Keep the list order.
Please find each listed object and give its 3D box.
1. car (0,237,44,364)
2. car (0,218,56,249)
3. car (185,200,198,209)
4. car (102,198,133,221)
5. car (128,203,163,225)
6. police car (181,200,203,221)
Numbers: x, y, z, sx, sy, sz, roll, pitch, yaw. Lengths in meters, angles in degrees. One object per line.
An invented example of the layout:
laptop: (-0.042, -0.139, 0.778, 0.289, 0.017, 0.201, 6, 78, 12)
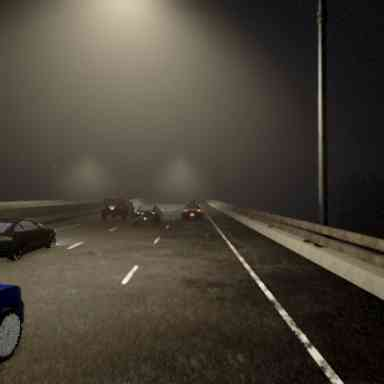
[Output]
car: (-3.402, 1.510, 2.912, 1.882, 1.535, 5.008, 0, -1, 0)
car: (-6.906, 1.703, 12.837, 1.994, 1.385, 4.181, 0, -1, 0)
car: (-0.018, 2.109, 57.413, 2.163, 1.488, 4.792, 0, -1, 0)
car: (-6.913, 1.558, 31.490, 2.150, 2.045, 5.566, 0, -1, 0)
car: (-3.411, 1.777, 26.717, 2.128, 1.511, 4.902, 0, -1, 0)
police car: (0.039, 1.841, 31.392, 2.038, 1.542, 4.974, 0, 0, 0)
